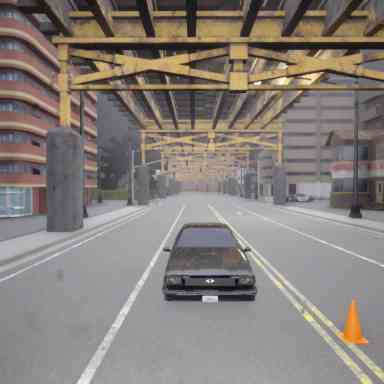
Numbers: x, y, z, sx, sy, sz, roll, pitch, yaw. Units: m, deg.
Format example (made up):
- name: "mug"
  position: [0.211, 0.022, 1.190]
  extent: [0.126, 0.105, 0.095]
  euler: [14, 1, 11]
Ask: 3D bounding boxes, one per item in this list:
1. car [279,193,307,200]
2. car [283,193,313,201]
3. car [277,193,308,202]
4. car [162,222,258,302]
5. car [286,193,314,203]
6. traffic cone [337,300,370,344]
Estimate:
- name: "car"
  position: [17.857, 0.803, 58.925]
  extent: [4.536, 1.218, 1.853]
  euler: [0, 1, 25]
- name: "car"
  position: [17.511, 0.849, 54.808]
  extent: [4.536, 1.218, 1.853]
  euler: [0, 1, -20]
- name: "car"
  position: [17.810, 0.960, 58.948]
  extent: [4.974, 1.542, 2.038]
  euler: [0, 1, 25]
- name: "car"
  position: [0.361, 1.534, 8.677]
  extent: [2.033, 1.411, 5.357]
  euler: [0, 0, 1]
- name: "car"
  position: [17.462, 1.007, 54.792]
  extent: [4.974, 1.542, 2.038]
  euler: [0, 1, -20]
- name: "traffic cone"
  position: [2.453, 1.949, 5.070]
  extent: [0.340, 0.580, 0.340]
  euler: [0, 0, 0]
